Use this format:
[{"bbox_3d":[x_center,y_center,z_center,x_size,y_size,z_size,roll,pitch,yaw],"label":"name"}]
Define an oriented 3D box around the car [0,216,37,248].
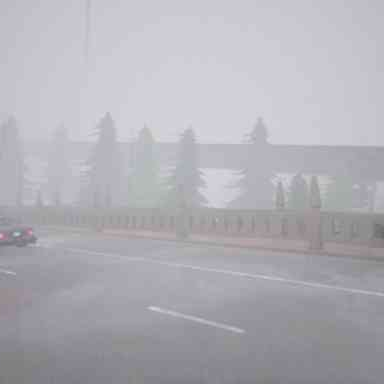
[{"bbox_3d":[-9.035,1.771,14.728,5.357,1.411,2.033,-1,-1,35],"label":"car"}]
